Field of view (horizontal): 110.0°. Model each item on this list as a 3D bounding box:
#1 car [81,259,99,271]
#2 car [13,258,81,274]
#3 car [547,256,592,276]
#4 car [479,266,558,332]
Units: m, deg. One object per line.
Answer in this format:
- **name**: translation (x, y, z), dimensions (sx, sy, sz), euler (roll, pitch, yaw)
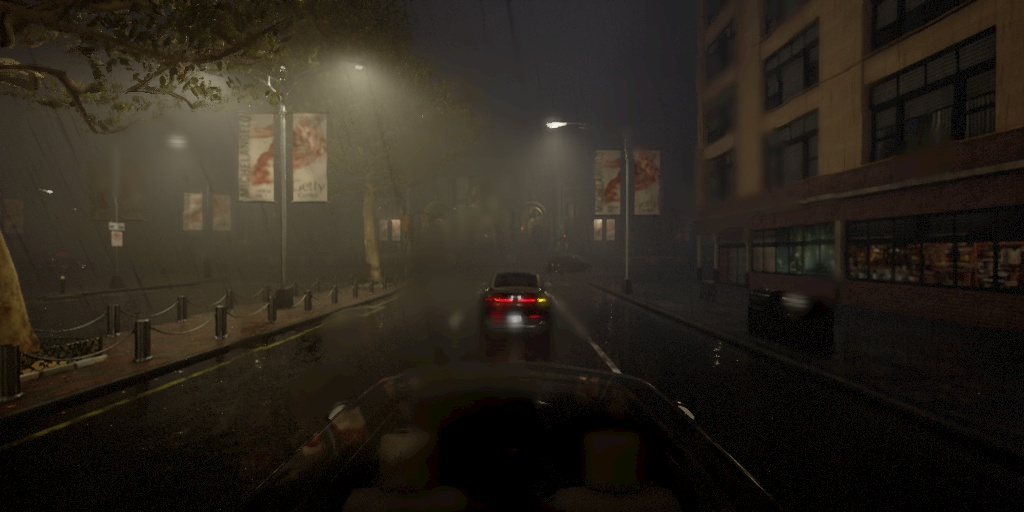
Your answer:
- **car**: translation (-47.684, 0.914, 38.667), dimensions (4.892, 1.490, 1.837), euler (0, 1, 0)
- **car**: translation (-46.244, 0.932, 35.134), dimensions (4.902, 1.511, 2.128), euler (0, 1, 0)
- **car**: translation (5.255, 0.809, 32.803), dimensions (4.553, 1.767, 2.097), euler (0, 1, -39)
- **car**: translation (0.128, 1.172, 10.523), dimensions (1.837, 1.490, 4.892), euler (0, 1, 1)
